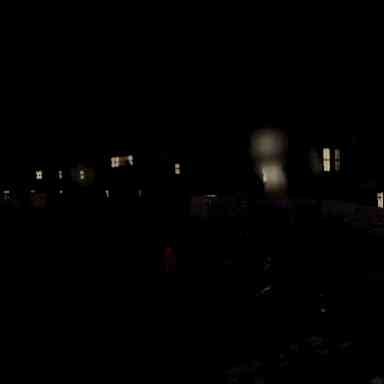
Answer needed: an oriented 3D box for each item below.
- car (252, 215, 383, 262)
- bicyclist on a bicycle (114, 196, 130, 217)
[{"bbox_3d":[4.924,1.591,12.545,2.033,1.411,5.357,-3,2,-43],"label":"car"},{"bbox_3d":[-5.511,1.138,26.193,0.582,1.620,1.656,0,3,39],"label":"bicyclist on a bicycle"}]
